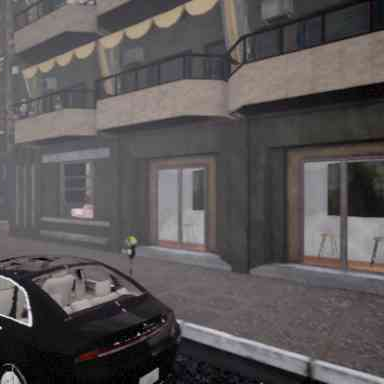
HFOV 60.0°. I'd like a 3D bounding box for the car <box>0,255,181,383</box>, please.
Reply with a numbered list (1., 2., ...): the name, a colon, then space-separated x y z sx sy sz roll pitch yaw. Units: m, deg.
1. car: -2.182 1.533 4.435 4.403 1.369 2.008 0 0 36
